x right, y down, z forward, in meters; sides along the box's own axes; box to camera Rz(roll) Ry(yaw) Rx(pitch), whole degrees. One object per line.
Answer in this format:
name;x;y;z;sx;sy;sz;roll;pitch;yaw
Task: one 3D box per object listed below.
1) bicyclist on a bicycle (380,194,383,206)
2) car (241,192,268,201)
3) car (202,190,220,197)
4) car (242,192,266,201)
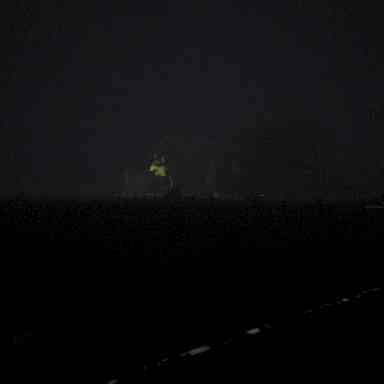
bicyclist on a bicycle;25.840;1.065;45.026;1.656;1.620;0.582;0;1;-33
car;11.433;0.767;61.411;2.128;1.511;4.902;0;1;-33
car;4.070;0.390;72.651;1.837;1.490;4.892;0;1;-33
car;10.648;0.894;57.425;1.994;1.385;4.181;0;1;-33
